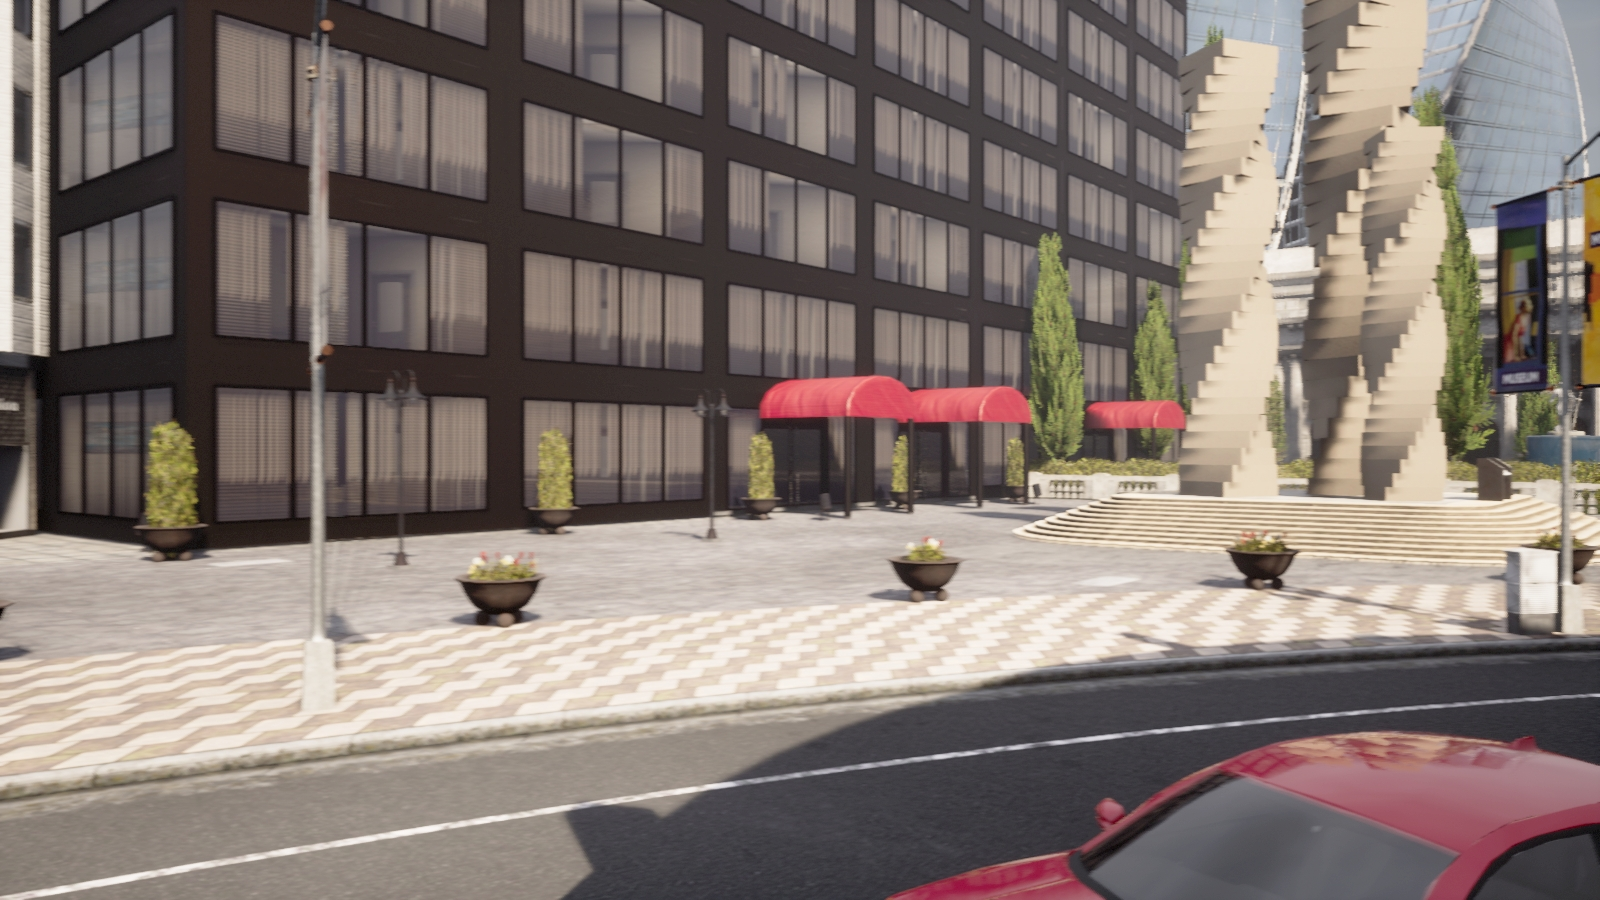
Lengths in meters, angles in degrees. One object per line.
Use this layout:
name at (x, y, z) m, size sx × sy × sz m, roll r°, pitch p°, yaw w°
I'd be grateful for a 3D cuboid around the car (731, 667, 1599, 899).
car at (2.428, 2.032, 4.719) m, size 5.006 × 1.535 × 2.097 m, roll 0°, pitch 0°, yaw -23°
